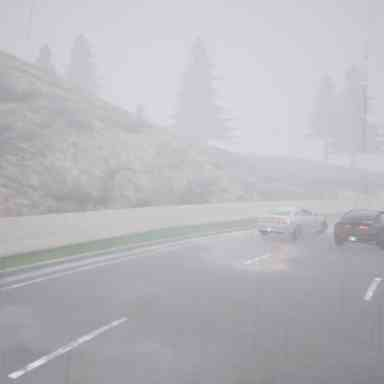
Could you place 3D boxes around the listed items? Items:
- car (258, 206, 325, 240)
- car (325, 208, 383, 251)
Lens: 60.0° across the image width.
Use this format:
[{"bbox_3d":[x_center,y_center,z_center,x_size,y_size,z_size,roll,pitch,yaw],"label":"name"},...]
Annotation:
[{"bbox_3d":[5.092,1.448,16.635,1.812,1.442,4.674,0,0,44],"label":"car"},{"bbox_3d":[7.643,1.453,14.013,1.837,1.490,4.892,0,0,45],"label":"car"}]
